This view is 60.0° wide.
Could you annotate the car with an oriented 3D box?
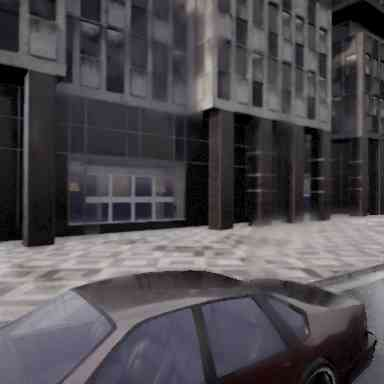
[{"bbox_3d":[-0.422,1.546,3.029,5.357,1.411,2.033,0,0,-35],"label":"car"}]
